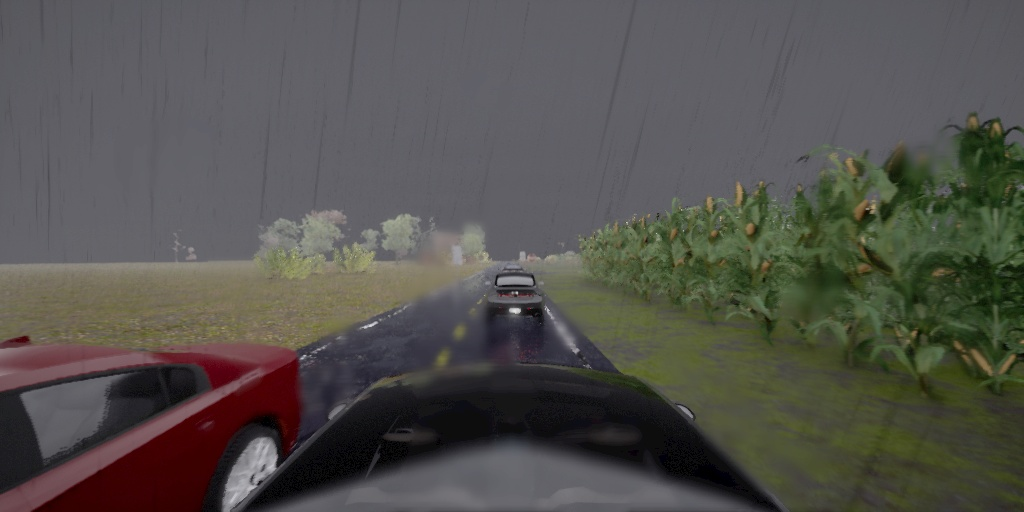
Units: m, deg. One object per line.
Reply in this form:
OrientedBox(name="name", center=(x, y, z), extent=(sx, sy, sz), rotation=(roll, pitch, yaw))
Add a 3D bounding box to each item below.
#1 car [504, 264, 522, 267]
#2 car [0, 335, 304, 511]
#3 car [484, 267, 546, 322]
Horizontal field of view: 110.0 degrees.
OrientedBox(name="car", center=(0.092, 1.337, 28.089), extent=(2.128, 1.511, 4.902), rotation=(0, 0, 0))
OrientedBox(name="car", center=(-2.850, 1.226, 1.228), extent=(1.882, 1.535, 5.008), rotation=(0, 0, 0))
OrientedBox(name="car", center=(0.096, 1.292, 12.492), extent=(1.837, 1.490, 4.892), rotation=(0, 0, 0))
